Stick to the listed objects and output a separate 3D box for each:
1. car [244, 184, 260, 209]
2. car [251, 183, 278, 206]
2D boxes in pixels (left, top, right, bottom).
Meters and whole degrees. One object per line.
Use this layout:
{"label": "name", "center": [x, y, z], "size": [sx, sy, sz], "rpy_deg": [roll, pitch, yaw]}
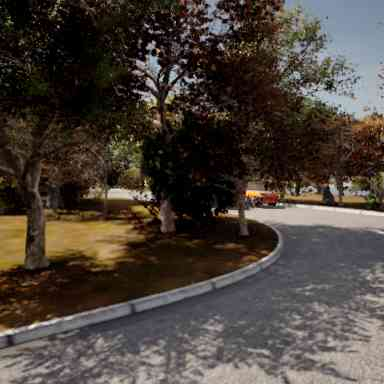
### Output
{"label": "car", "center": [2.087, 0.343, 22.998], "size": [1.837, 1.490, 4.892], "rpy_deg": [0, 3, -34]}
{"label": "car", "center": [4.352, 0.120, 25.629], "size": [2.097, 1.767, 4.553], "rpy_deg": [0, 3, -33]}
